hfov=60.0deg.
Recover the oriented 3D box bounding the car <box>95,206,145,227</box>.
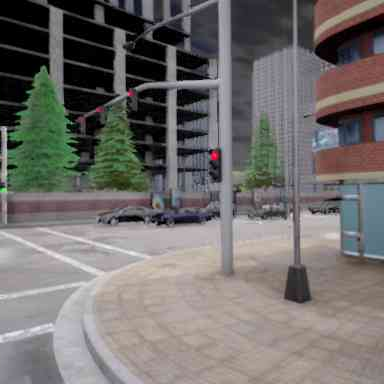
[{"bbox_3d":[-5.155,1.842,26.278,4.902,1.511,2.128,0,-1,-38],"label":"car"}]

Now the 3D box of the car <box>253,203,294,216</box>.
[{"bbox_3d":[9.224,1.939,37.489,4.718,1.301,1.895,0,-1,-38],"label":"car"}]

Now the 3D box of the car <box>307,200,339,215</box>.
[{"bbox_3d":[15.372,1.795,37.838,4.892,1.490,1.837,0,-1,-38],"label":"car"}]

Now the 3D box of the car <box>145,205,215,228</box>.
[{"bbox_3d":[-0.837,1.905,25.205,4.718,1.301,1.895,0,-1,-38],"label":"car"}]

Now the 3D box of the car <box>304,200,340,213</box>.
[{"bbox_3d":[17.068,1.823,43.582,4.902,1.511,2.128,0,-1,-38],"label":"car"}]

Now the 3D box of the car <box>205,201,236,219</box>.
[{"bbox_3d":[2.075,1.696,31.917,4.553,1.767,2.097,0,-1,-38],"label":"car"}]

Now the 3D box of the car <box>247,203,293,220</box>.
[{"bbox_3d":[7.258,1.823,31.512,4.674,1.442,1.812,0,-1,-38],"label":"car"}]
